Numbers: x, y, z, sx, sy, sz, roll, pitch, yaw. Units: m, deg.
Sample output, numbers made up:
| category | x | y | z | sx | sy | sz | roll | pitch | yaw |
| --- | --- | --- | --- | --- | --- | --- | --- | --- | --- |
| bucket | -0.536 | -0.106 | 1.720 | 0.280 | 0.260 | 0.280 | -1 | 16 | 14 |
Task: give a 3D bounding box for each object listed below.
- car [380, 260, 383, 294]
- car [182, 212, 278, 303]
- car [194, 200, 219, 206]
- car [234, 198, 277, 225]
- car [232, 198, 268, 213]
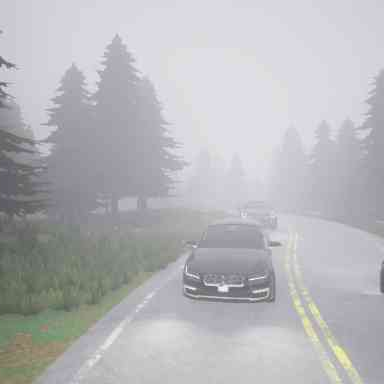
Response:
| category | x | y | z | sx | sy | sz | roll | pitch | yaw |
| --- | --- | --- | --- | --- | --- | --- | --- | --- | --- |
| car | 4.488 | 1.309 | 4.634 | 2.097 | 1.767 | 4.553 | -1 | 0 | 8 |
| car | 1.081 | 1.496 | 8.400 | 1.837 | 1.490 | 4.892 | -1 | 0 | 12 |
| car | 1.866 | 1.799 | 44.849 | 1.812 | 1.442 | 4.674 | 3 | -5 | -35 |
| car | 3.852 | 1.271 | 20.356 | 2.097 | 1.767 | 4.553 | -1 | 0 | 5 |
| car | 6.160 | 1.411 | 35.728 | 1.837 | 1.490 | 4.892 | 2 | -1 | -16 |
